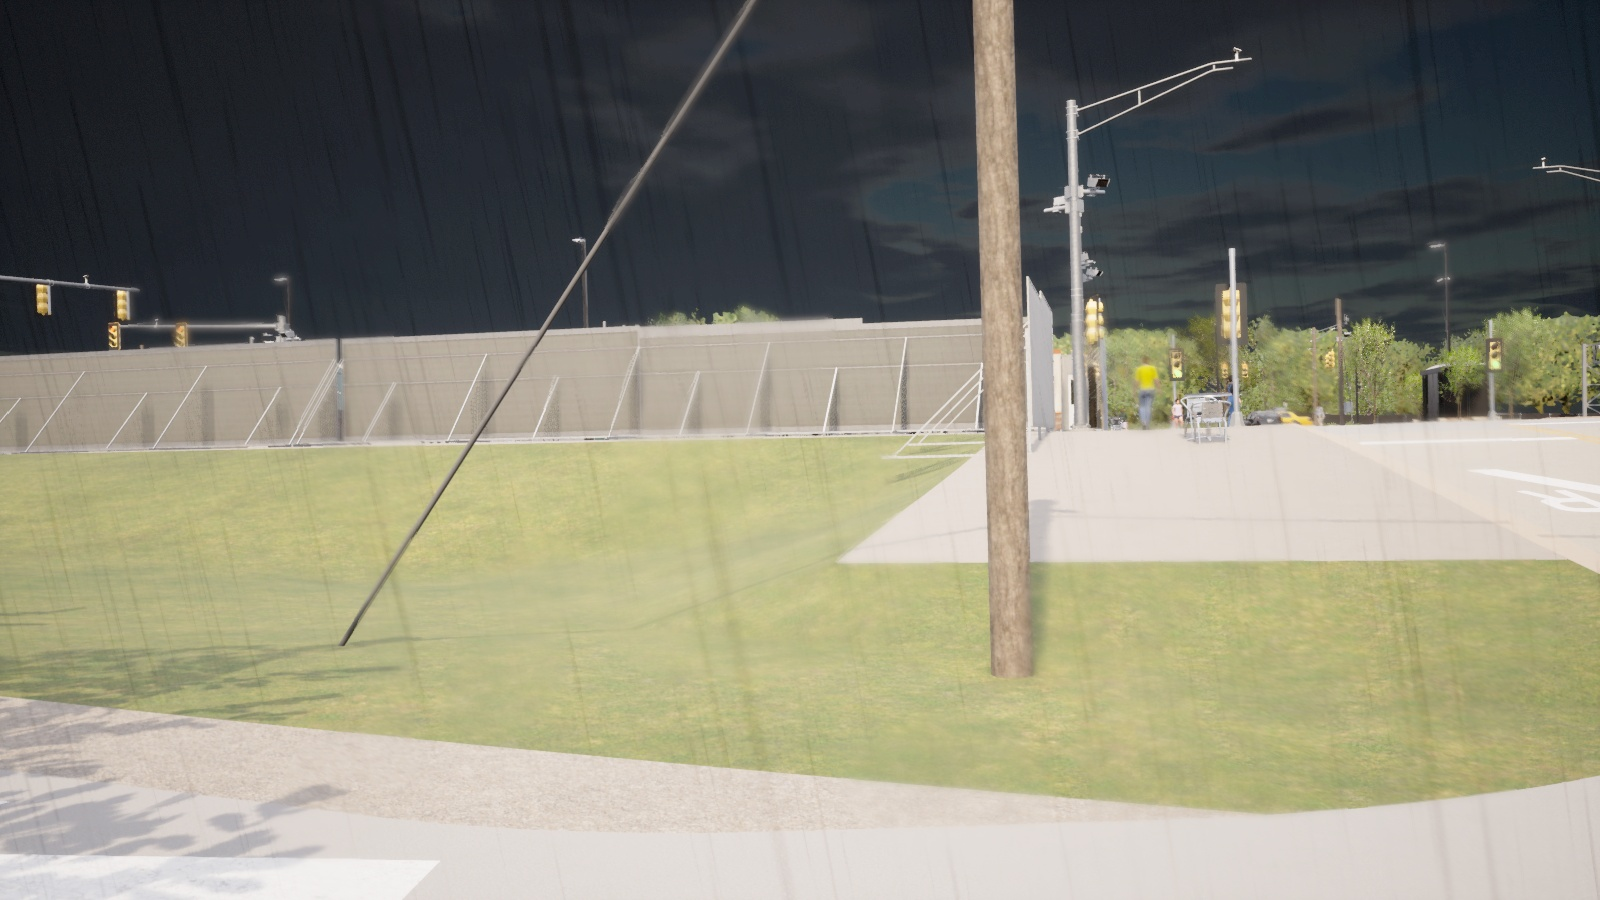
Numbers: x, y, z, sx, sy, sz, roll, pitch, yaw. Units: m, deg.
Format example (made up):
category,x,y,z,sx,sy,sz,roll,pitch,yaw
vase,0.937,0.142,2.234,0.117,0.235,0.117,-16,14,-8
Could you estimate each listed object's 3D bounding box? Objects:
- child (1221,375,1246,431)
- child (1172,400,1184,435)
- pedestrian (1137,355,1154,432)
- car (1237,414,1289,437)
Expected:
category,x,y,z,sx,sy,sz,roll,pitch,yaw
child,10.040,-1.089,29.094,0.437,1.263,0.270,-1,0,-5
child,11.968,-1.025,39.716,0.255,1.110,0.394,-1,0,3
pedestrian,8.433,-1.364,30.603,0.354,1.836,0.706,-1,0,16
car,31.361,-1.671,85.205,2.163,1.488,4.792,-1,1,7
